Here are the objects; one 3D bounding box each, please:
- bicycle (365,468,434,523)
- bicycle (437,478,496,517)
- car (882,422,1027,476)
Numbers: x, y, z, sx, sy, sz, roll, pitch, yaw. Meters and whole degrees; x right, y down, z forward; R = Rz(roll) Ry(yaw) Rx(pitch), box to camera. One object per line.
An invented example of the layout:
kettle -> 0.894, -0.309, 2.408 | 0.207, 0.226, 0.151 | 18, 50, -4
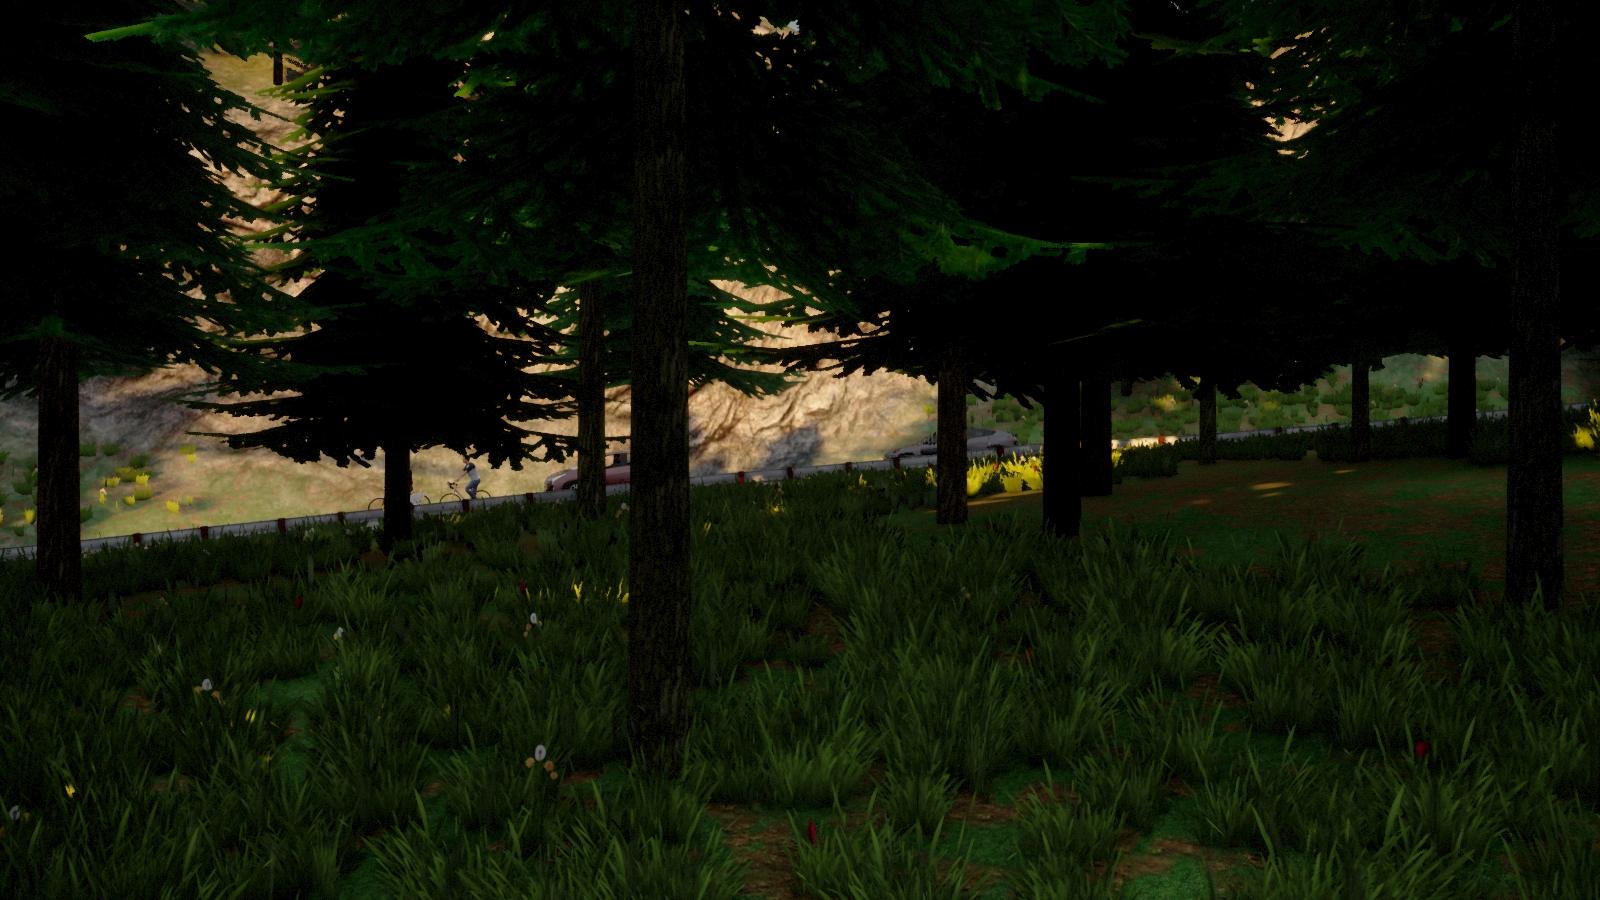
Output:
bicycle -> -12.076, 1.355, 34.489 | 1.835, 1.471, 0.329 | -5, 2, -29
bicycle -> -10.252, 1.440, 35.171 | 1.643, 1.024, 0.373 | -5, 3, -36
car -> 5.329, -0.030, 40.026 | 4.792, 1.488, 2.163 | -4, 0, 3
